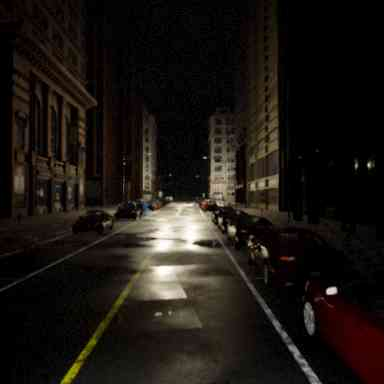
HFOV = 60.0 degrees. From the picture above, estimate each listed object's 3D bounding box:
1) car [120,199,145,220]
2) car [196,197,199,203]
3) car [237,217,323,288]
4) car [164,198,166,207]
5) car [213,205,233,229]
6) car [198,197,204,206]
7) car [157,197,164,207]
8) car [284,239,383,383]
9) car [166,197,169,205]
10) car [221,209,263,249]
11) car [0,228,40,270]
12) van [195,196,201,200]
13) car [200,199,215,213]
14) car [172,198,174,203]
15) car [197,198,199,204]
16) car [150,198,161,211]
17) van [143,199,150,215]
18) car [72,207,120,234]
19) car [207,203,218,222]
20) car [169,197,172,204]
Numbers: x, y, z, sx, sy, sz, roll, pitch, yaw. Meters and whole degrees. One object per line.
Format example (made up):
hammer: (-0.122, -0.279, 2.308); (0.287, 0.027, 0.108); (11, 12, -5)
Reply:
car: (-6.041, 1.757, 31.804); (1.967, 1.590, 4.097); (1, -1, 0)
car: (2.269, 2.156, 65.610); (2.008, 1.369, 4.403); (1, -1, 0)
car: (2.626, 1.634, 9.366); (1.887, 1.381, 4.507); (1, -1, 0)
car: (-6.220, 2.094, 59.754); (1.752, 1.417, 4.829); (1, -1, 0)
car: (2.555, 1.741, 20.615); (1.887, 1.381, 4.507); (1, -1, 0)
car: (2.377, 1.894, 48.738); (1.967, 1.590, 4.097); (1, -1, 0)
car: (-6.184, 1.960, 54.300); (1.967, 1.590, 4.097); (1, -1, 0)
car: (2.661, 1.578, 3.742); (1.887, 1.381, 4.507); (1, -1, 0)
car: (-6.254, 1.935, 65.549); (2.192, 1.841, 5.009); (1, -1, 0)
car: (2.591, 1.688, 14.991); (1.887, 1.381, 4.507); (1, -1, 0)
car: (-5.898, 1.628, 9.136); (1.752, 1.417, 4.829); (1, -1, 0)
van: (2.163, 2.095, 82.484); (1.690, 1.788, 3.998); (1, -1, 0)
car: (2.412, 1.948, 43.113); (1.887, 1.381, 4.507); (1, -1, 0)
car: (-6.400, 2.400, 88.043); (1.802, 1.307, 4.206); (1, -1, 0)
car: (2.304, 2.100, 59.985); (1.887, 1.381, 4.507); (1, -1, 0)
car: (-6.150, 2.035, 48.675); (1.947, 1.339, 4.313); (1, -1, 0)
van: (-6.076, 1.709, 37.429); (1.690, 1.788, 3.998); (1, -1, 0)
car: (-5.971, 1.794, 20.555); (1.802, 1.307, 4.206); (1, -1, 0)
car: (2.518, 1.815, 26.240); (1.947, 1.339, 4.313); (1, -1, 0)
car: (-6.327, 2.160, 76.796); (1.967, 1.590, 4.097); (1, -1, 0)
